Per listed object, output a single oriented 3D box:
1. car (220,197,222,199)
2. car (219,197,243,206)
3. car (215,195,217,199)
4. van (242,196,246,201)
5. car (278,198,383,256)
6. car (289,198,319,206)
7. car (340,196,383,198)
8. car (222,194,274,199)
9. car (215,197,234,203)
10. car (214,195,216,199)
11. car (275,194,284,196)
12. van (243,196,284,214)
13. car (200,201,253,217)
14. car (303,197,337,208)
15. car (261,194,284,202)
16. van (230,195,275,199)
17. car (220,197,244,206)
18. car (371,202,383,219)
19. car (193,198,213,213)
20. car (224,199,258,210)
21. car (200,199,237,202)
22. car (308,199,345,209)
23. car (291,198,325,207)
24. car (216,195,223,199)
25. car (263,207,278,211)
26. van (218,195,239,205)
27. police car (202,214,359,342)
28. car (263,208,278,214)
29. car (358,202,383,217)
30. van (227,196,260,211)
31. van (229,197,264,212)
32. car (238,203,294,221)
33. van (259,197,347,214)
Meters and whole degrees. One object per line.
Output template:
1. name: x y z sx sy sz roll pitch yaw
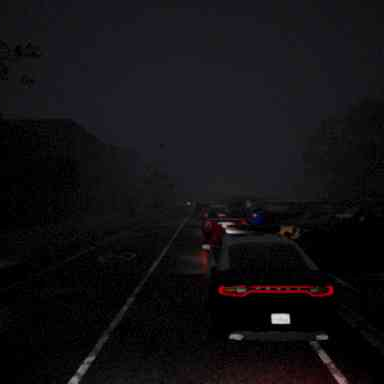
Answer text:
1. car: 7.524 1.967 56.266 4.674 1.452 2.002 0 0 2
2. car: 7.835 1.847 67.475 4.553 1.767 2.185 0 0 2
3. car: 7.666 1.699 61.872 5.566 2.045 2.435 0 0 2
4. van: 6.787 1.545 28.238 4.442 1.987 1.878 0 -1 2
5. car: 6.129 1.326 11.430 5.566 2.045 2.435 0 -1 2
6. car: 20.787 1.847 61.843 4.892 1.521 2.231 0 0 2
7. car: 19.990 1.488 36.874 5.566 2.045 2.435 0 0 2
8. car: 7.069 1.619 42.257 5.566 2.045 2.435 0 0 2
9. car: 8.494 2.082 87.087 4.792 1.488 2.163 0 0 2
10. car: 8.118 2.007 75.880 5.008 1.535 2.097 0 0 2
11. car: 21.518 1.697 87.057 5.566 2.045 2.435 0 0 2
12. van: 6.469 1.519 25.445 4.442 1.987 1.878 0 -1 2
13. car: 1.568 1.538 16.854 2.097 1.767 4.553 0 -1 2
14. car: 20.558 1.686 53.520 4.553 1.767 2.185 0 0 2
15. car: 21.599 1.708 89.718 5.566 2.045 2.435 0 0 2
16. van: 7.129 1.631 39.453 4.442 1.987 1.878 0 0 2
17. car: 7.750 1.836 64.673 4.553 1.767 2.185 0 0 2
18. car: 19.822 1.731 31.317 4.792 1.488 2.163 0 0 2
19. car: 1.490 1.905 44.436 1.882 1.535 5.008 0 0 2
20. car: 7.349 1.905 50.662 4.892 1.521 2.231 0 0 2
21. car: 1.759 1.598 22.859 2.097 1.767 4.553 0 -1 2
22. car: 20.415 1.830 50.745 4.792 1.488 2.163 0 0 2
23. car: 20.511 1.833 59.074 5.366 1.575 1.946 0 0 2
24. car: 7.581 1.687 59.070 5.566 2.045 2.435 0 0 2
25. car: 6.333 1.684 17.029 4.674 1.452 2.002 0 -1 2
26. van: 7.919 1.771 73.082 4.442 1.987 1.878 0 0 2
27. police car: 1.254 1.502 6.986 1.930 1.638 5.238 0 -1 2
28. car: 6.060 1.609 14.234 5.366 1.575 1.946 0 -1 2
29. car: 19.965 1.750 34.097 4.792 1.488 2.163 0 0 2
30. van: 7.385 1.666 47.857 4.442 1.987 1.878 0 0 2
31. van: 7.299 1.655 45.055 4.442 1.987 1.878 0 0 2
32. car: 6.787 1.830 31.040 4.792 1.488 2.163 0 -1 2
33. van: 6.531 1.451 19.831 4.442 1.987 1.878 0 -1 2
